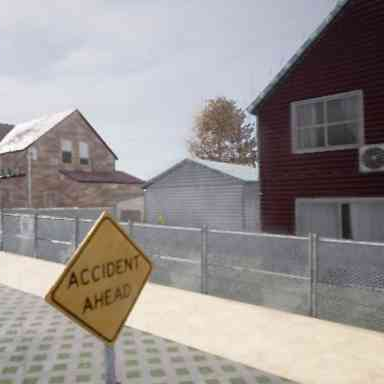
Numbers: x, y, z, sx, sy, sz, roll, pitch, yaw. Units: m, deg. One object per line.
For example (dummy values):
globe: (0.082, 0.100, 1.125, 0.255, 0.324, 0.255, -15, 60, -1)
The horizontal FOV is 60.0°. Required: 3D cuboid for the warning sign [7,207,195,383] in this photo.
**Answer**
warning sign: (-0.817, 1.114, 3.212, 1.060, 1.860, 1.300, -2, 1, 35)
